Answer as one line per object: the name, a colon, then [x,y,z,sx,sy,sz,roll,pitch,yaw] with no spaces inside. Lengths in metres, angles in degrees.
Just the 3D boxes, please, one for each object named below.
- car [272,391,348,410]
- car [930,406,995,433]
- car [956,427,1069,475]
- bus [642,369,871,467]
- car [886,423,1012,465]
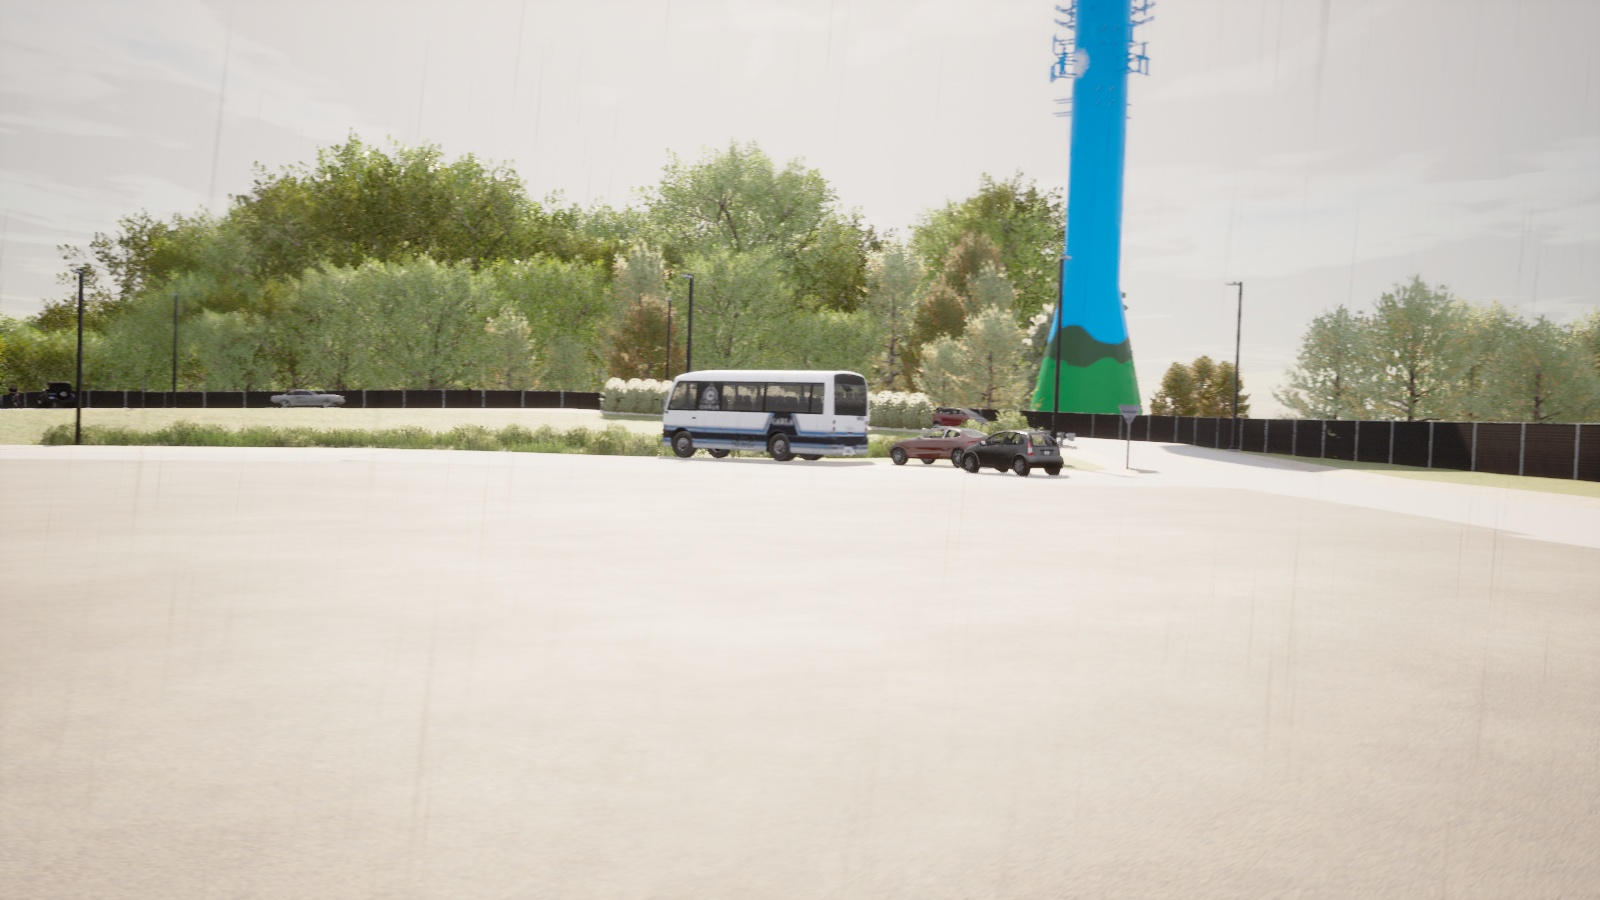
car: [-34.853,-3.485,89.401,4.718,1.301,1.895,-1,2,-5]
car: [10.542,-1.980,81.510,3.705,1.549,1.789,5,3,41]
car: [7.649,0.009,45.496,1.851,1.617,3.988,0,2,-32]
bus: [-2.157,-1.587,58.862,10.273,4.253,3.944,3,2,35]
car: [6.192,-0.311,52.731,2.152,1.651,5.027,-1,2,-43]
